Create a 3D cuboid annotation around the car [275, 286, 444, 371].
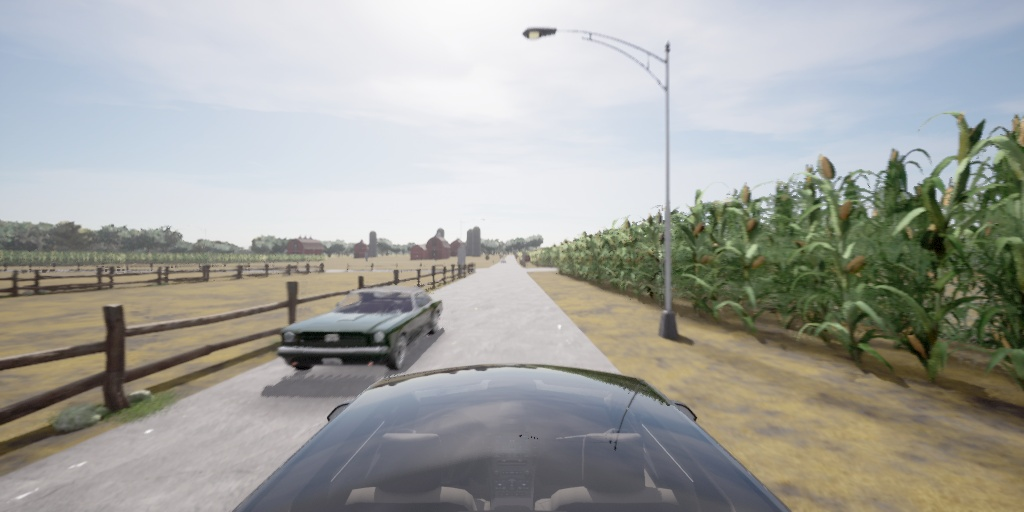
[{"bbox_3d":[-2.849,1.380,7.884,1.895,1.301,4.718,0,0,0],"label":"car"}]
